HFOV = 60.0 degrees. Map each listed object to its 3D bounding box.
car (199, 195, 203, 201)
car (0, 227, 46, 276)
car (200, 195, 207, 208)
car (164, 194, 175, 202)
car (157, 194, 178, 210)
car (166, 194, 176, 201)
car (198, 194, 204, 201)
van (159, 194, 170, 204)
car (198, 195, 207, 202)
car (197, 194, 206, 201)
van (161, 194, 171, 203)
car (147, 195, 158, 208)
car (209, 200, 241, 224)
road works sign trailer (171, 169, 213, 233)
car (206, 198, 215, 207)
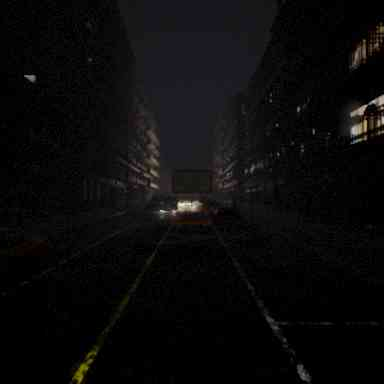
[{"bbox_3d":[2.570,1.567,52.550,2.008,1.369,4.403,1,0,0],"label":"car"},{"bbox_3d":[-5.295,1.518,8.202,1.752,1.417,4.829,2,0,0],"label":"car"},{"bbox_3d":[2.572,1.553,47.018,1.887,1.381,4.507,1,0,0],"label":"car"},{"bbox_3d":[-5.312,1.396,80.263,2.192,1.841,5.009,1,0,0],"label":"car"},{"bbox_3d":[-2.852,1.354,42.504,2.097,1.767,4.553,0,0,0],"label":"car"},{"bbox_3d":[-5.314,1.413,85.793,2.192,1.841,5.009,1,0,0],"label":"car"},{"bbox_3d":[2.566,1.594,69.142,1.887,1.381,4.507,1,0,0],"label":"car"},{"bbox_3d":[-5.307,1.377,63.670,1.690,1.788,3.998,2,0,0],"label":"van"},{"bbox_3d":[2.573,1.521,80.204,1.967,1.590,4.097,1,0,0],"label":"car"},{"bbox_3d":[2.530,1.431,91.266,2.192,1.841,5.009,1,0,0],"label":"car"},{"bbox_3d":[-5.310,1.390,69.202,1.690,1.788,3.998,1,0,0],"label":"van"},{"bbox_3d":[-5.308,1.533,46.910,1.752,1.417,4.829,2,0,0],"label":"car"},{"bbox_3d":[2.578,1.534,24.896,1.887,1.381,4.507,1,0,0],"label":"car"},{"bbox_3d":[-0.008,0.452,19.562,2.380,3.560,2.880,0,0,0],"label":"road works sign trailer"},{"bbox_3d":[2.577,1.516,30.598,1.752,1.417,4.829,1,0,0],"label":"car"}]
